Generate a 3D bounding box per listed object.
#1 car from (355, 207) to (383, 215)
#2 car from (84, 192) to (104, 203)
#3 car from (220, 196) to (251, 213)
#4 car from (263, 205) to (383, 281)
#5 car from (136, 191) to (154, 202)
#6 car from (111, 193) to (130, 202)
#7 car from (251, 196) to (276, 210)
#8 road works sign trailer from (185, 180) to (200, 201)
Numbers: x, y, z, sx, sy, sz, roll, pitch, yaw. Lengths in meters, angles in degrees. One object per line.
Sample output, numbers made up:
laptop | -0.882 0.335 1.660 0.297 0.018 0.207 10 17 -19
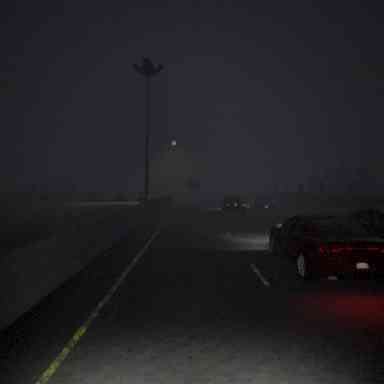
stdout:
car | 7.099 1.331 12.851 1.837 1.490 4.892 0 1 0
car | -14.086 0.754 48.221 1.837 1.490 4.892 0 1 0
car | 3.597 1.085 29.983 2.033 1.411 5.357 0 1 0
car | 3.599 1.360 9.492 1.882 1.535 5.008 0 1 0
car | -7.077 0.604 50.271 2.097 1.767 4.553 0 0 0
car | -10.577 0.799 49.913 2.033 1.411 5.357 0 0 0
car | 7.097 1.072 33.959 1.895 1.301 4.718 0 1 0
road works sign trailer | 0.091 -0.231 54.882 2.380 3.560 2.880 0 -1 3
